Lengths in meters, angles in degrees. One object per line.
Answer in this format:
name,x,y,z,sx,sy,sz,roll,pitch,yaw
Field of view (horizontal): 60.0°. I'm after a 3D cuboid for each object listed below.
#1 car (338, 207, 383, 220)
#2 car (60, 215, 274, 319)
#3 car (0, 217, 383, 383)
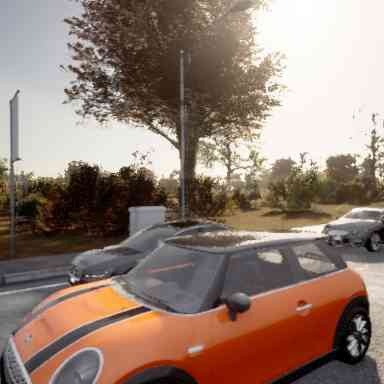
car,7.260,1.394,13.512,4.902,1.511,2.128,-1,0,-36
car,-0.393,1.478,8.019,4.892,1.490,1.837,-1,0,-36
car,0.216,1.336,4.151,4.553,1.767,2.097,0,0,-36
